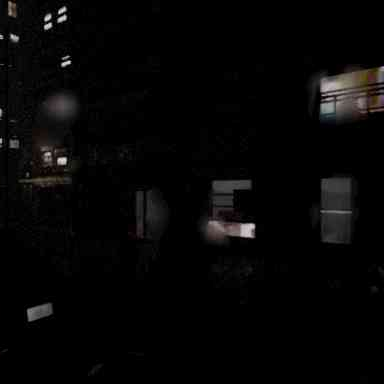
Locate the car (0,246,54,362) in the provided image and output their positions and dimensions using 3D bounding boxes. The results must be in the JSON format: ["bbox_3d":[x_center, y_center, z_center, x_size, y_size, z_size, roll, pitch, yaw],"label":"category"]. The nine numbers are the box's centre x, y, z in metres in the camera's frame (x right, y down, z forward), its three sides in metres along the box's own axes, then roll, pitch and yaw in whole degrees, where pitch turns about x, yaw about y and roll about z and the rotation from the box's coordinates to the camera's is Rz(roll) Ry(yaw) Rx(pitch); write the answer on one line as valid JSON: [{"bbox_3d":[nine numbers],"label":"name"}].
[{"bbox_3d":[-3.628,1.569,5.464,4.313,1.339,1.947,0,0,36],"label":"car"}]

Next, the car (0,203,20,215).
[{"bbox_3d":[-19.957,1.954,38.765,1.887,1.381,4.507,-1,-2,35],"label":"car"}]

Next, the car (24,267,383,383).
[{"bbox_3d":[0.954,1.440,2.192,4.097,1.590,1.967,0,0,36],"label":"car"}]
